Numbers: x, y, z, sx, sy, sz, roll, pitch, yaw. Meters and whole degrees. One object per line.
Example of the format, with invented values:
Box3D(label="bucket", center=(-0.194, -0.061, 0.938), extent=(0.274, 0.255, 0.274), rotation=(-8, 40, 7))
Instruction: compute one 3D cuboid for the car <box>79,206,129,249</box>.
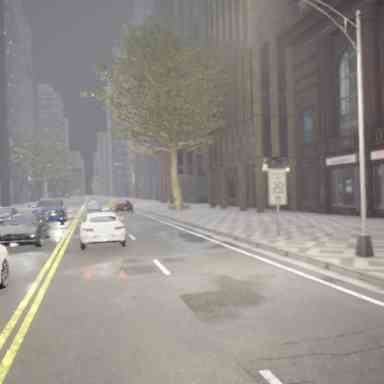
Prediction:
Box3D(label="car", center=(-4.085, 1.623, 15.170), extent=(1.812, 1.442, 4.674), rotation=(-2, 0, -17))

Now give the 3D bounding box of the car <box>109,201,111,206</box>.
Box3D(label="car", center=(-10.910, 1.736, 48.275), extent=(1.882, 1.535, 5.008), rotation=(-2, 0, -17))

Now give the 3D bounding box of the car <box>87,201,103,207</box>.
Box3D(label="car", center=(-12.482, 1.836, 42.671), extent=(1.812, 1.442, 4.674), rotation=(-2, 0, -17))

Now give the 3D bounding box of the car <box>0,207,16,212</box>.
Box3D(label="car", center=(-14.170, 1.908, 25.241), extent=(1.812, 1.442, 4.674), rotation=(-2, 0, -16))

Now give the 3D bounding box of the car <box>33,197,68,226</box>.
Box3D(label="car", center=(-11.052, 1.510, 26.143), extent=(2.150, 2.045, 5.566), rotation=(-2, 0, -17))

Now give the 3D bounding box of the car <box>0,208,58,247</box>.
Box3D(label="car", center=(-7.955, 1.758, 15.991), extent=(2.033, 1.411, 5.357), rotation=(-2, 0, -17))

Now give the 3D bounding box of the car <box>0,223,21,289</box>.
Box3D(label="car", center=(-5.128, 1.666, 6.710), extent=(1.812, 1.442, 4.674), rotation=(-2, 0, -14))

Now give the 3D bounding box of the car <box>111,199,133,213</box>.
Box3D(label="car", center=(-8.032, 1.661, 38.923), extent=(1.882, 1.535, 5.008), rotation=(-2, 0, -17))
